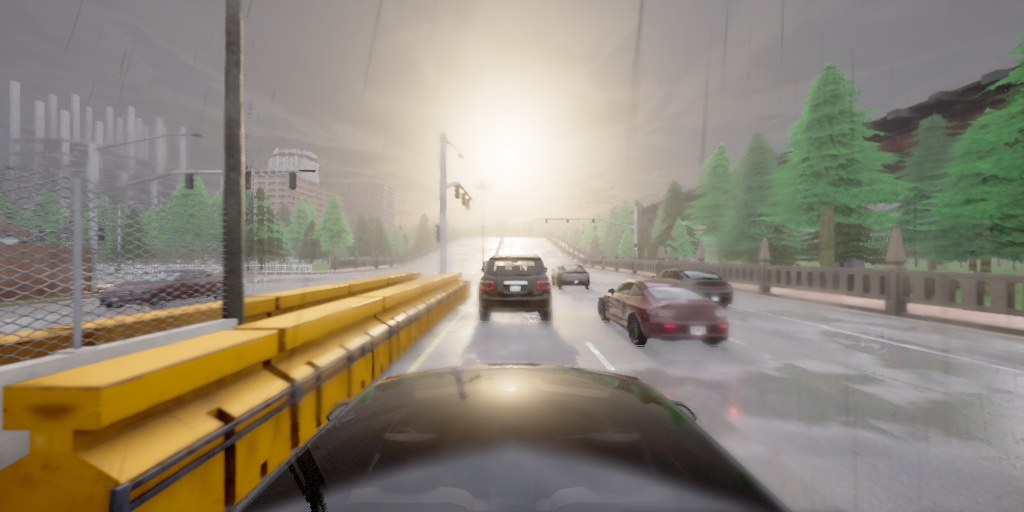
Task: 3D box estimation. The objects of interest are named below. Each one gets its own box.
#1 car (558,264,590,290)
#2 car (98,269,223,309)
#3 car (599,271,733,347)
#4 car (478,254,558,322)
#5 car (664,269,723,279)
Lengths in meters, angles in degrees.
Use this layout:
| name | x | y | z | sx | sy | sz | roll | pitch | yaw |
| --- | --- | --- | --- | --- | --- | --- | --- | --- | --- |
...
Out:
| name | x | y | z | sx | sy | sz | roll | pitch | yaw |
| --- | --- | --- | --- | --- | --- | --- | --- | --- | --- |
| car | 3.600 | 1.241 | 22.502 | 2.128 | 1.511 | 4.902 | 0 | 0 | 0 |
| car | -14.021 | 1.275 | 14.967 | 1.812 | 1.442 | 4.674 | 0 | 0 | 0 |
| car | 3.601 | 1.275 | 9.236 | 1.812 | 1.442 | 4.674 | 0 | 0 | 0 |
| car | 0.099 | 0.971 | 12.369 | 2.150 | 2.045 | 5.566 | 0 | 0 | 0 |
| car | 7.099 | 1.253 | 14.944 | 1.837 | 1.490 | 4.892 | 0 | 0 | 0 |
